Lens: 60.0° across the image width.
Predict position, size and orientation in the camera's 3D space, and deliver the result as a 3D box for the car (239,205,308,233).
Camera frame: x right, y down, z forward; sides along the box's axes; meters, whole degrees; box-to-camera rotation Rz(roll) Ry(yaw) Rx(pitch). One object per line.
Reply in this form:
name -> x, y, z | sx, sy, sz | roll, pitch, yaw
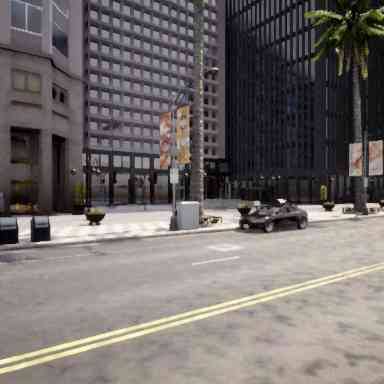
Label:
car -> 4.951, 1.512, 19.918 | 4.786, 1.482, 2.161 | 0, 0, -36
